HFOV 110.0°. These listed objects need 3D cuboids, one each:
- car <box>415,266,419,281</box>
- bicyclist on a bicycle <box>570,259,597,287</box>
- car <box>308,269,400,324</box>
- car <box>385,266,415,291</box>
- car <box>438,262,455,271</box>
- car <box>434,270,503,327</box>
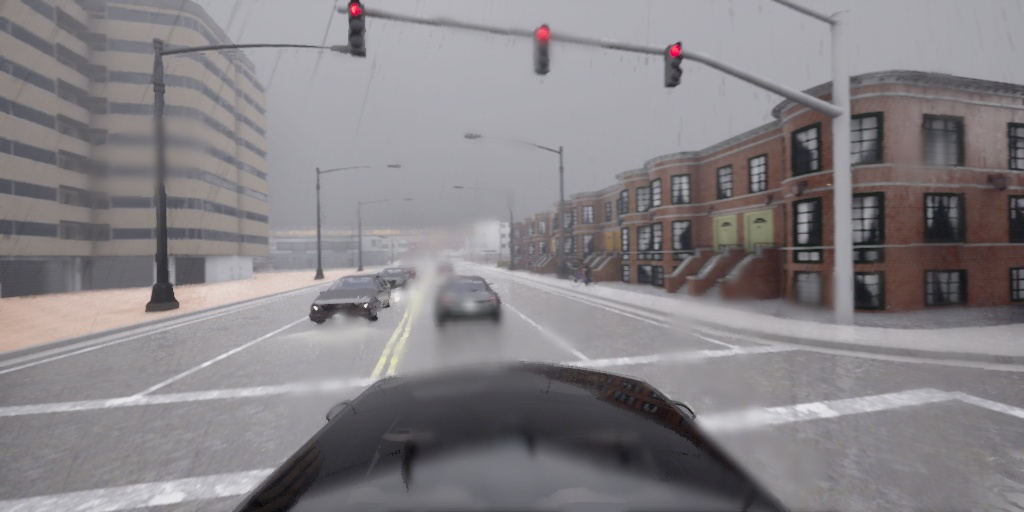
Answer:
[{"bbox_3d":[-9.573,1.533,32.824,1.895,1.301,4.718,-1,0,-12],"label":"car"},{"bbox_3d":[4.120,0.986,20.666,1.656,1.620,0.582,-1,0,-12],"label":"bicyclist on a bicycle"},{"bbox_3d":[-5.509,1.400,12.971,2.033,1.411,5.357,-1,0,-12],"label":"car"},{"bbox_3d":[-7.511,1.456,22.734,1.994,1.385,4.181,-1,0,-12],"label":"car"},{"bbox_3d":[-8.001,1.472,43.526,1.994,1.385,4.181,-1,0,-12],"label":"car"},{"bbox_3d":[-1.529,1.345,11.826,1.994,1.385,4.181,-1,0,-11],"label":"car"}]
